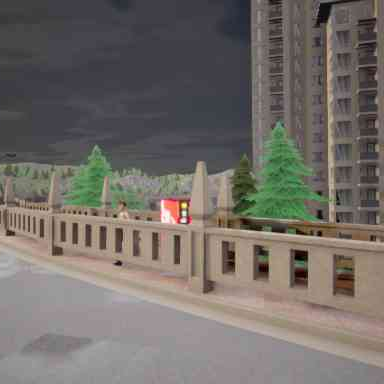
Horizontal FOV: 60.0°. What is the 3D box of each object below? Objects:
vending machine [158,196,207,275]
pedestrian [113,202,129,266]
[{"bbox_3d":[-0.263,1.188,9.718,0.880,2.100,1.100,-1,0,40],"label":"vending machine"},{"bbox_3d":[-1.901,1.135,9.306,0.375,1.860,0.375,-1,-1,41],"label":"pedestrian"}]
